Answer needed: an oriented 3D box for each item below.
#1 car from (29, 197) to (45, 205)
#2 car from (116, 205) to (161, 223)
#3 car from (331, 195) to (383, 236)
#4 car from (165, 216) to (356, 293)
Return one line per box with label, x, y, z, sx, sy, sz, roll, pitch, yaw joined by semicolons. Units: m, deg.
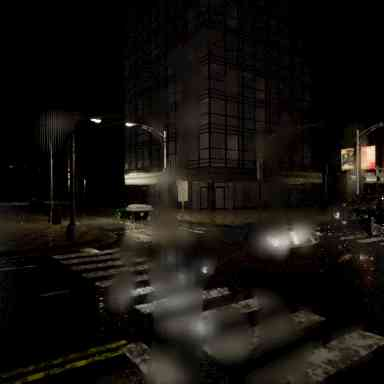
car;-28.699;1.690;61.445;2.033;1.411;5.357;0;0;-36
car;-4.287;1.633;25.985;1.895;1.301;4.718;0;0;-33
car;10.147;1.224;18.819;5.566;2.045;2.150;0;0;-35
car;1.958;1.547;9.038;5.357;1.411;2.033;0;0;-35
